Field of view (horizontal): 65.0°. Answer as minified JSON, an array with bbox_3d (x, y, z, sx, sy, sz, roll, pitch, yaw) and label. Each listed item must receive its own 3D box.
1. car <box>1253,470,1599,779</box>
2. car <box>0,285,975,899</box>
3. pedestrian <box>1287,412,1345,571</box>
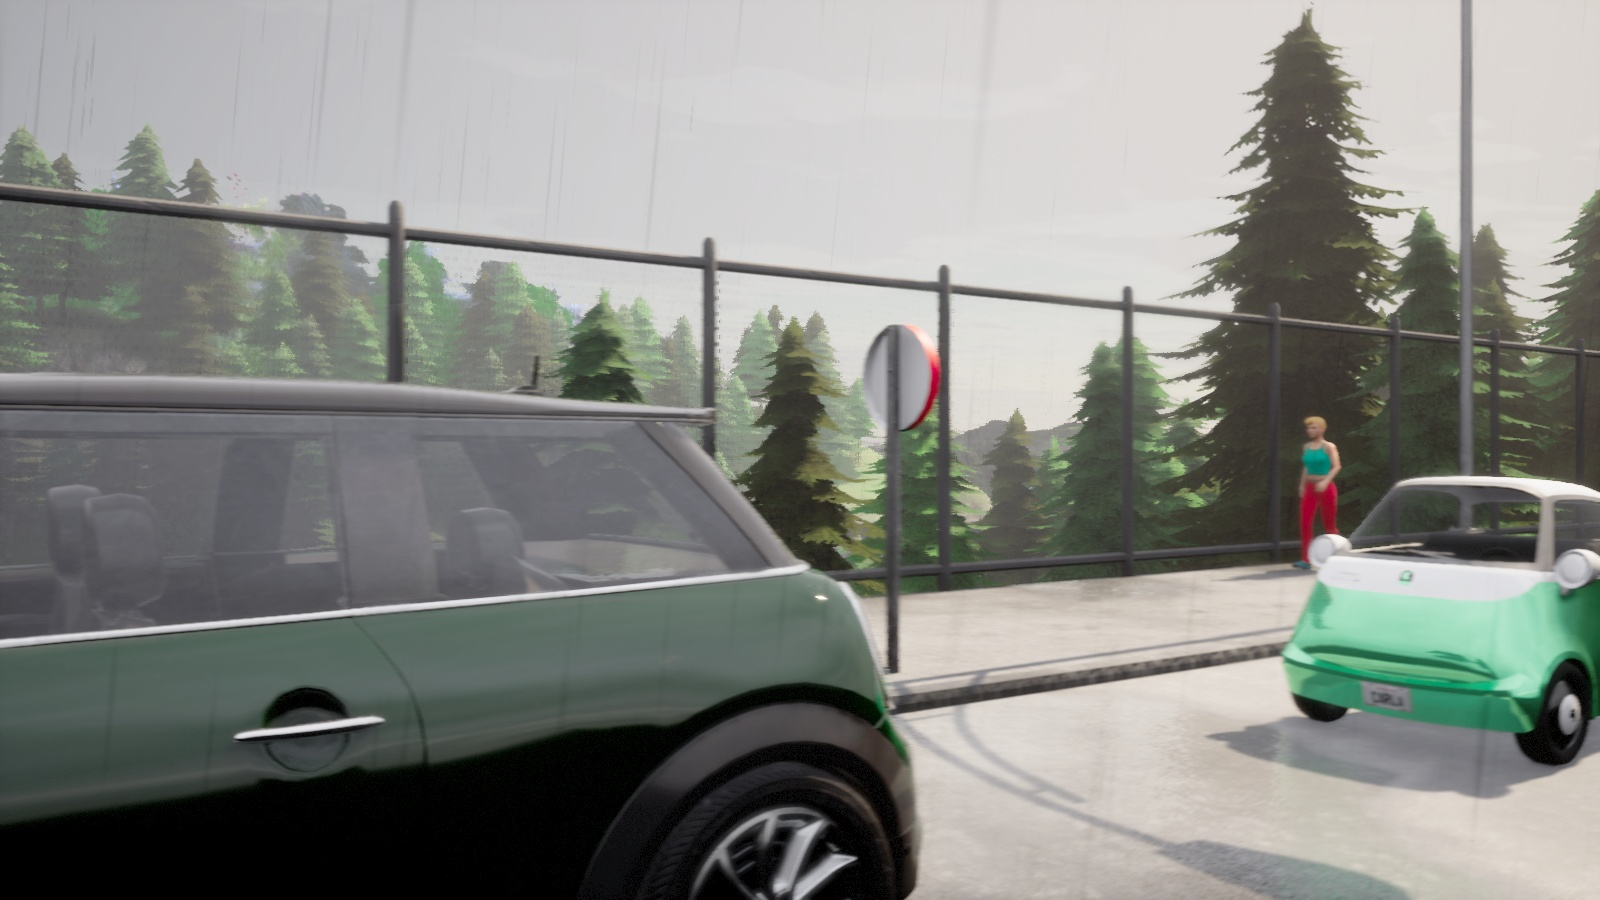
[{"bbox_3d":[3.818,0.808,6.921,2.207,1.376,1.481,0,0,-35],"label":"car"},{"bbox_3d":[-2.006,0.615,2.872,4.553,1.767,2.097,0,0,-35],"label":"car"},{"bbox_3d":[6.071,0.478,14.775,0.594,1.836,0.345,0,0,-31],"label":"pedestrian"}]
